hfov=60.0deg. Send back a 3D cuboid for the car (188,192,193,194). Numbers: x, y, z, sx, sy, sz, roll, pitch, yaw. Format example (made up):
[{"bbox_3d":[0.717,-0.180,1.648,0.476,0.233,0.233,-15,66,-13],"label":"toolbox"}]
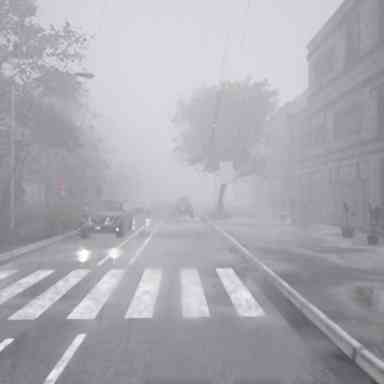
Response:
[{"bbox_3d":[-1.846,1.222,86.214,2.097,1.535,5.008,-1,3,12],"label":"car"}]

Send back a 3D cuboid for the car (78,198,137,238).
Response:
[{"bbox_3d":[-4.694,1.403,18.910,2.150,2.045,5.566,1,0,-3],"label":"car"}]

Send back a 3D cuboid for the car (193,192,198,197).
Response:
[{"bbox_3d":[-0.642,0.992,91.791,2.231,1.521,4.892,0,2,14],"label":"car"}]

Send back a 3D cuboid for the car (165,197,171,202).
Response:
[{"bbox_3d":[-4.646,2.081,63.517,2.002,1.452,4.674,-2,2,2],"label":"car"}]

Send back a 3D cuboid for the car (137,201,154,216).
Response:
[{"bbox_3d":[-5.137,1.652,35.300,1.812,1.442,4.674,0,-1,1],"label":"car"}]

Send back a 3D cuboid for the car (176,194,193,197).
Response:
[{"bbox_3d":[-1.312,1.729,54.136,2.150,2.045,5.566,0,-1,0],"label":"car"}]

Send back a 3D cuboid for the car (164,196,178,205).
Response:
[{"bbox_3d":[-4.343,1.806,69.648,2.097,1.535,5.008,1,3,7],"label":"car"}]

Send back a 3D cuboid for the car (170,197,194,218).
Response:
[{"bbox_3d":[-0.961,1.669,34.607,2.097,1.767,4.553,0,-1,-2],"label":"car"}]
